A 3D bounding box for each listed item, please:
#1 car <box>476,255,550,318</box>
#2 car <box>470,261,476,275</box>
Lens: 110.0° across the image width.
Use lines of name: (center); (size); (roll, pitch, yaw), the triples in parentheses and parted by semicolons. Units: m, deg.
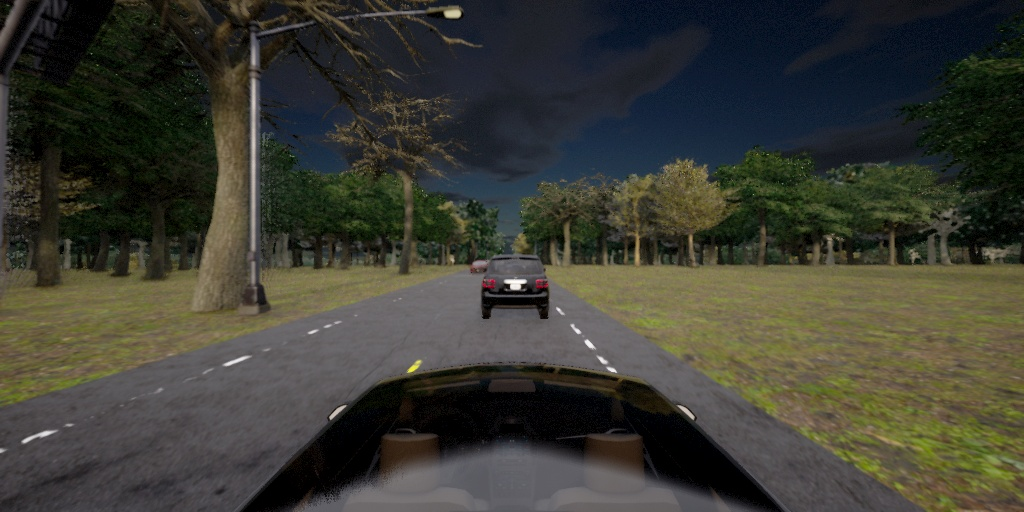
car: (0.102, 0.979, 13.109); (2.150, 2.045, 5.566); (0, 0, 0)
car: (-3.583, 1.249, 40.308); (1.882, 1.535, 5.008); (0, 0, 0)
